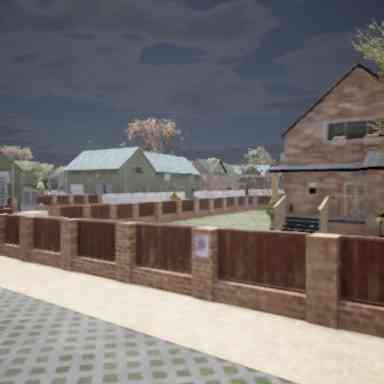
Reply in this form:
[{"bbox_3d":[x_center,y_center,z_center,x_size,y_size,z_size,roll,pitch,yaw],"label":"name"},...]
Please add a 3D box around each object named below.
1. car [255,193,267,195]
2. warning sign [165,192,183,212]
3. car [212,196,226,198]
[{"bbox_3d":[11.510,0.825,54.771,1.812,1.442,4.674,1,2,35],"label":"car"},{"bbox_3d":[-1.685,0.940,31.709,1.300,1.860,1.060,0,0,35],"label":"warning sign"},{"bbox_3d":[3.854,1.140,43.890,1.895,1.301,4.718,1,2,36],"label":"car"}]
